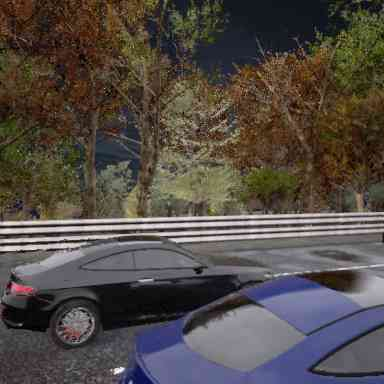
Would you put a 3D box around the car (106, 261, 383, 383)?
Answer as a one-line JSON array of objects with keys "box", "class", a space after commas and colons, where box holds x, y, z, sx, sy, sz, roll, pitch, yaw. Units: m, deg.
[{"box": [1.698, 1.526, 3.114, 4.674, 1.442, 1.812, 0, 0, -19], "class": "car"}]

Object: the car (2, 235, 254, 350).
[{"box": [-0.727, 1.524, 5.976, 4.674, 1.442, 1.812, 0, 0, -19], "class": "car"}]
